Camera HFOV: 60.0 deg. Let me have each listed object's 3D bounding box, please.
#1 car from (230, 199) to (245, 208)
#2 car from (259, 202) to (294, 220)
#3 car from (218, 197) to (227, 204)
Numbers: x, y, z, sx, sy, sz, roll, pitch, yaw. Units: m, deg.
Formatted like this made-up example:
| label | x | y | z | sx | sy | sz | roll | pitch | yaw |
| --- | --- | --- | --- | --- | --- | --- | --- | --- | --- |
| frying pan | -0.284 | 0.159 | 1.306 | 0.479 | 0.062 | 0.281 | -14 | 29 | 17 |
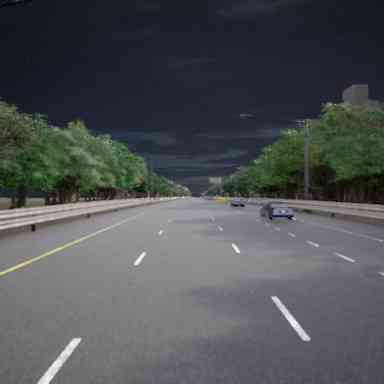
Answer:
| label | x | y | z | sx | sy | sz | roll | pitch | yaw |
| --- | --- | --- | --- | --- | --- | --- | --- | --- | --- |
| car | 7.126 | 1.821 | 52.833 | 1.895 | 1.301 | 4.718 | 0 | -1 | 0 |
| car | 7.030 | 1.584 | 28.057 | 2.033 | 1.411 | 5.357 | 0 | 0 | 0 |
| car | 7.305 | 2.034 | 79.392 | 1.882 | 1.535 | 5.008 | 0 | -1 | 0 |
